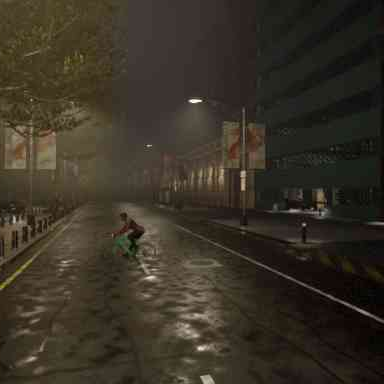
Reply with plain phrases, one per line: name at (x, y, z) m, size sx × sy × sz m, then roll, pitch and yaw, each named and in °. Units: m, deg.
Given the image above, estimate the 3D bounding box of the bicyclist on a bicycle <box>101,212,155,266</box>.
bicyclist on a bicycle at (-1.950, 1.453, 10.271) m, size 1.656 × 1.620 × 0.582 m, roll 0°, pitch 0°, yaw -15°

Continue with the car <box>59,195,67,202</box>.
car at (-25.842, 1.354, 63.562) m, size 2.097 × 1.767 × 4.553 m, roll 0°, pitch 0°, yaw -15°

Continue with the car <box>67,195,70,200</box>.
car at (-29.845, 1.500, 78.553) m, size 1.837 × 1.490 × 4.892 m, roll 0°, pitch 0°, yaw -15°

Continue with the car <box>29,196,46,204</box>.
car at (-29.411, 1.540, 63.378) m, size 2.033 × 1.411 × 5.357 m, roll 0°, pitch 0°, yaw -15°

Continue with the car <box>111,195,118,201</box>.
car at (-20.732, 1.478, 88.992) m, size 1.882 × 1.535 × 5.008 m, roll 0°, pitch 0°, yaw -15°

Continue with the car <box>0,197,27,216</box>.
car at (-17.588, 1.505, 32.312) m, size 1.837 × 1.490 × 4.892 m, roll 0°, pitch 0°, yaw -15°

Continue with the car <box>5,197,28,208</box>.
car at (-25.506, 1.477, 48.414) m, size 1.882 × 1.535 × 5.008 m, roll 0°, pitch 0°, yaw -15°

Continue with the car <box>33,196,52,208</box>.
car at (-21.958, 1.564, 48.693) m, size 1.994 × 1.385 × 4.181 m, roll 0°, pitch 0°, yaw -15°

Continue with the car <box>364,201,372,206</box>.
car at (23.954, 1.463, 41.554) m, size 1.895 × 1.301 × 4.718 m, roll 0°, pitch 0°, yaw -15°

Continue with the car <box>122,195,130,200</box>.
car at (-18.375, 1.595, 92.758) m, size 1.895 × 1.301 × 4.718 m, roll 0°, pitch 0°, yaw -15°

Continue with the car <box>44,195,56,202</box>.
car at (-33.462, 1.540, 78.531) m, size 2.033 × 1.411 × 5.357 m, roll 0°, pitch 0°, yaw -15°

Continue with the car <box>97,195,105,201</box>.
car at (-24.342, 1.500, 88.946) m, size 1.837 × 1.490 × 4.892 m, roll 0°, pitch 0°, yaw -15°

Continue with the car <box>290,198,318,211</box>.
car at (12.642, 1.413, 38.946) m, size 2.161 × 1.482 × 4.786 m, roll 0°, pitch 0°, yaw -15°
